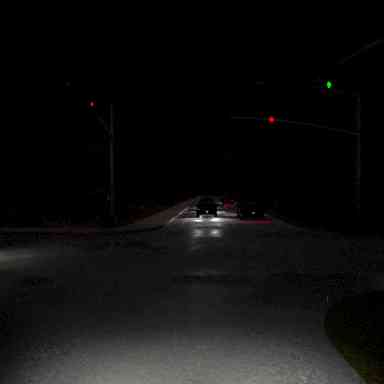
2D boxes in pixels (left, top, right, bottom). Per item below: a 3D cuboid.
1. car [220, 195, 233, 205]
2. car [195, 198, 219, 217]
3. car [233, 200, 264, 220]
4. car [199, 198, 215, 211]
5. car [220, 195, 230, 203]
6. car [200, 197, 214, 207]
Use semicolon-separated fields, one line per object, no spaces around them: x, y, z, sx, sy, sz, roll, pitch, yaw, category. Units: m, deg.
6.353;1.566;59.014;1.895;1.301;4.718;0;0;3;car
1.384;1.470;30.997;1.837;1.490;4.892;0;0;3;car
4.843;1.443;27.991;1.882;1.535;5.008;0;0;3;car
1.847;1.470;40.449;1.837;1.490;4.892;0;0;3;car
6.838;1.470;68.975;1.837;1.490;4.892;0;0;3;car
2.339;1.529;50.357;1.994;1.385;4.181;0;0;3;car
